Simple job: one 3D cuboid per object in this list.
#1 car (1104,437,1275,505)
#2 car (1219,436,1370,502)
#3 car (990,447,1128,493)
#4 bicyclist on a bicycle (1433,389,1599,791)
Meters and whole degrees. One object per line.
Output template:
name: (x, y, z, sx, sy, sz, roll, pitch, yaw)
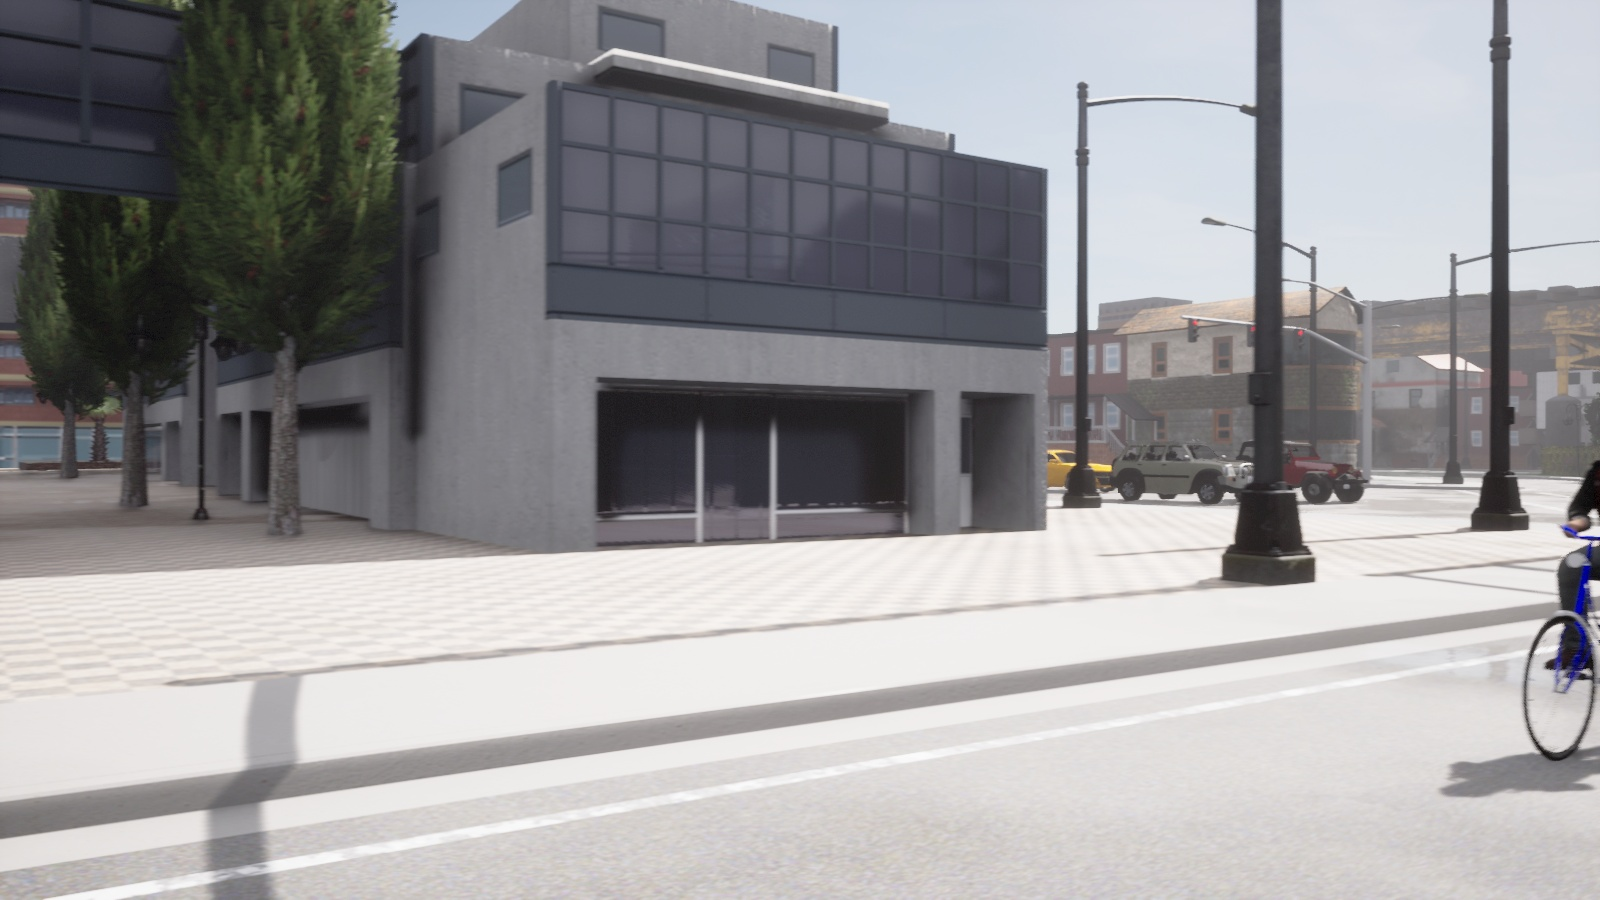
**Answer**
car: (11.339, 0.569, 36.857, 1.932, 1.855, 4.605, 0, 0, -34)
car: (14.882, 0.548, 37.956, 1.905, 1.878, 3.866, 0, 0, -33)
car: (9.383, 0.684, 45.946, 1.882, 1.535, 5.008, 0, 1, -34)
bicyclist on a bicycle: (4.020, 0.621, 6.326, 1.843, 1.776, 0.659, 0, 0, -34)
